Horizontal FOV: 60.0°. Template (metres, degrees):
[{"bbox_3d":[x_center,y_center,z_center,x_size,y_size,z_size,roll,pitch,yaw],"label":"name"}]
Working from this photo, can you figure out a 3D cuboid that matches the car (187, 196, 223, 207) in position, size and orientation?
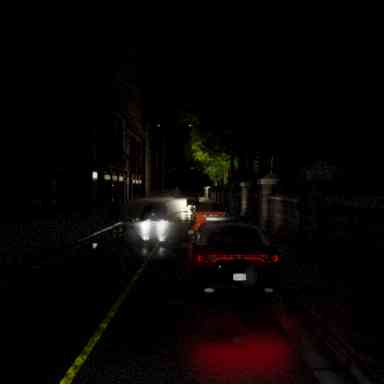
[{"bbox_3d":[0.943,1.328,18.807,2.097,1.767,4.553,0,0,0],"label":"car"}]

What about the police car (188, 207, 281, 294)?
[{"bbox_3d":[0.920,1.419,8.947,1.930,1.638,5.238,0,0,0],"label":"police car"}]

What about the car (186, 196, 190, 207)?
[{"bbox_3d":[0.136,1.350,47.803,2.128,1.511,4.902,0,0,1],"label":"car"}]

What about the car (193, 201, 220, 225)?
[{"bbox_3d":[0.958,1.466,24.837,1.837,1.490,4.892,0,0,0],"label":"car"}]

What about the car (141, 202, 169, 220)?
[{"bbox_3d":[-2.936,1.519,27.106,1.994,1.385,4.181,0,0,0],"label":"car"}]
